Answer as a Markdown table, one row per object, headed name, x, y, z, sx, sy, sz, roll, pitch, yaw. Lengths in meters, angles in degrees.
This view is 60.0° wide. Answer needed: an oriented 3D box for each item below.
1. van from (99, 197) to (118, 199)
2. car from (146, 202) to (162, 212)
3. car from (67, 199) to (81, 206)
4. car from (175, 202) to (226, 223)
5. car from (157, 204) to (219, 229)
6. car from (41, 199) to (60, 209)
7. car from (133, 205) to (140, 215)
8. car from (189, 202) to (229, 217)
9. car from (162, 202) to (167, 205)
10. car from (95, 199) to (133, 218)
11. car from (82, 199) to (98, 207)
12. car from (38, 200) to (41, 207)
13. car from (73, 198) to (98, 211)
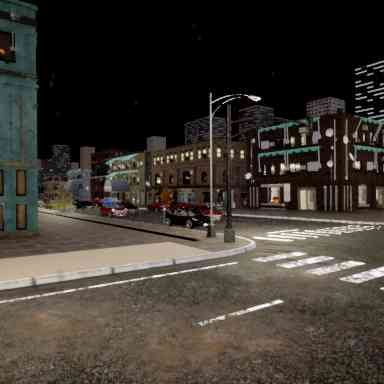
| name | x | y | z | sx | sy | sz | roll | pitch | yaw |
| --- | --- | --- | --- | --- | --- | --- | --- | --- | --- |
| van | -14.250 | 1.907 | 58.099 | 1.690 | 1.788 | 3.998 | -1 | 0 | -35 |
| car | -4.644 | 1.966 | 44.549 | 1.802 | 1.307 | 4.206 | -1 | 0 | -35 |
| car | -27.044 | 2.364 | 76.166 | 1.947 | 1.339 | 4.313 | -1 | 0 | -35 |
| car | 0.625 | 1.771 | 27.114 | 1.812 | 1.442 | 4.674 | -1 | 0 | -35 |
| car | -0.360 | 1.815 | 23.794 | 1.947 | 1.339 | 4.313 | -1 | 0 | -35 |
| car | -24.183 | 2.233 | 57.631 | 1.752 | 1.417 | 4.829 | -1 | 0 | -35 |
| car | -7.875 | 1.917 | 39.115 | 1.837 | 1.490 | 4.892 | -1 | 0 | -35 |
| car | 1.754 | 1.810 | 35.517 | 2.008 | 1.369 | 4.403 | -2 | 0 | -35 |
| car | -1.445 | 1.904 | 40.034 | 1.802 | 1.307 | 4.206 | -2 | 0 | -35 |
| car | -8.285 | 1.846 | 35.187 | 1.967 | 1.590 | 4.097 | -1 | 0 | -35 |
| car | -20.644 | 2.228 | 67.132 | 1.887 | 1.381 | 4.507 | -1 | 0 | -35 |
| car | -30.681 | 2.376 | 66.803 | 2.008 | 1.369 | 4.403 | -1 | 0 | -35 |
| car | -16.462 | 2.103 | 51.367 | 1.812 | 1.442 | 4.674 | -1 | 0 | -35 |
